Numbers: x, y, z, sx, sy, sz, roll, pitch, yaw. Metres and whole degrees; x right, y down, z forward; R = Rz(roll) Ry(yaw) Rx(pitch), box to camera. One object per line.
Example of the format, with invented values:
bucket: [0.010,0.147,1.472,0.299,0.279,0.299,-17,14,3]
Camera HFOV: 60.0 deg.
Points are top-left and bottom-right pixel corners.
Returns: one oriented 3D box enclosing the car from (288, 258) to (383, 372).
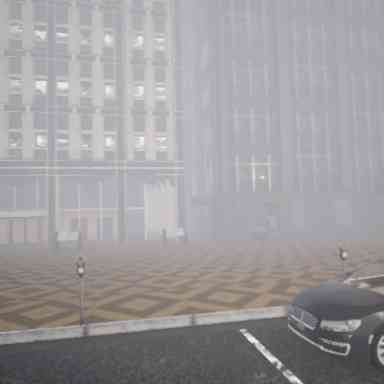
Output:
car: [3.764,1.752,5.488,4.403,1.369,2.008,-1,-3,-13]
